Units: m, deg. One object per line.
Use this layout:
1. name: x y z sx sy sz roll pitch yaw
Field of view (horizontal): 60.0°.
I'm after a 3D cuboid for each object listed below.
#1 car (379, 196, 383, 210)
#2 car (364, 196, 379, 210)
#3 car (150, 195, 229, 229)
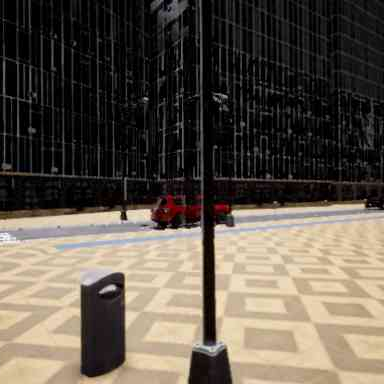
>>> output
1. car: 21.994 1.076 34.690 4.553 1.767 2.097 0 -1 -35
2. car: 21.695 1.230 38.057 5.008 1.535 1.882 0 -1 -35
3. car: -0.069 1.113 19.598 5.009 1.841 2.192 0 -1 -35
